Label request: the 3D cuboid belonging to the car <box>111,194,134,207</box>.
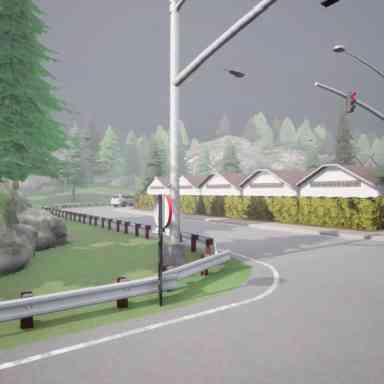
[{"bbox_3d":[-10.518,1.398,53.859,2.150,2.045,5.566,0,0,36],"label":"car"}]
